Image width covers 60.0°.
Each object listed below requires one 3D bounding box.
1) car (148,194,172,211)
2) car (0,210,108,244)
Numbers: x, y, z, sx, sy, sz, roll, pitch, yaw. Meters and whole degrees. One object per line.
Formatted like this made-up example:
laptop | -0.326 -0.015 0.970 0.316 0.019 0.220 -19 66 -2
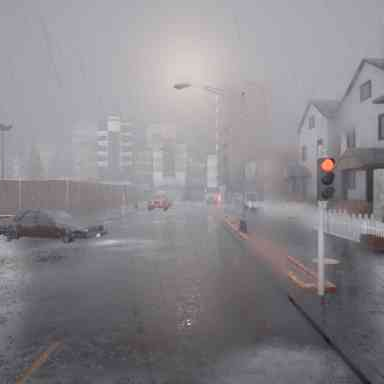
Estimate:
car | -4.088 1.220 41.156 2.150 2.045 5.566 0 0 0
car | -6.688 1.547 15.691 5.357 1.411 2.033 0 0 19
